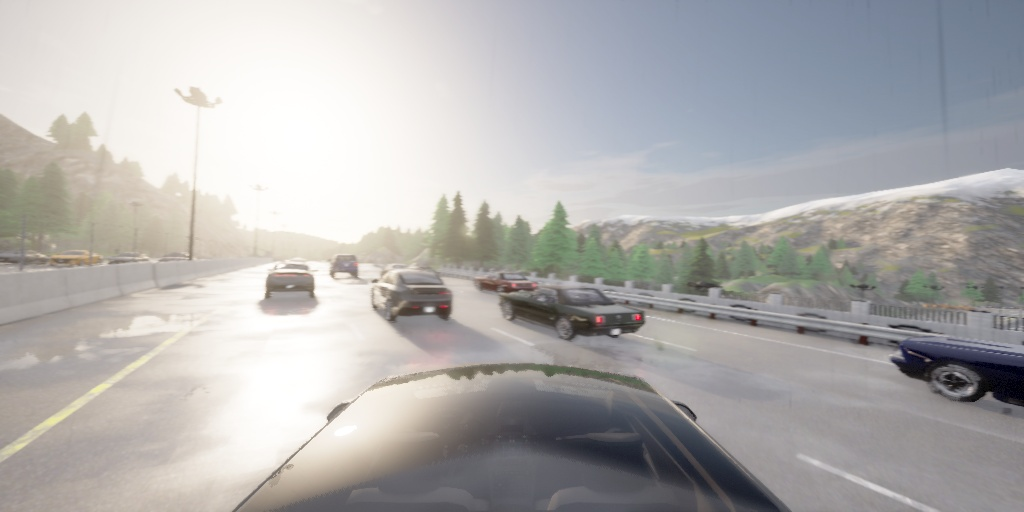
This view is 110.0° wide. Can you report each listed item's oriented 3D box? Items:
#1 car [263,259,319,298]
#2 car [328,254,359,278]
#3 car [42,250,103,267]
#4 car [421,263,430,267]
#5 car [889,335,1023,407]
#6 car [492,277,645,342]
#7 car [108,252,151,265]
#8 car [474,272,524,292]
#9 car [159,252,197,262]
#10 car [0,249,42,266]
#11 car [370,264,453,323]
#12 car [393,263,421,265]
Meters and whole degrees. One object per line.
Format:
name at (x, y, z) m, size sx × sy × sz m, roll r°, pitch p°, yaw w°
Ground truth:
car at (-9.927, 0.990, 16.210) m, size 2.128 × 1.511 × 4.902 m, roll 3°, pitch -1°, yaw -30°
car at (-15.121, 0.856, 32.188) m, size 2.150 × 2.045 × 5.566 m, roll 3°, pitch -2°, yaw -30°
car at (-39.949, 0.185, 32.977) m, size 1.882 × 1.535 × 5.008 m, roll 3°, pitch -2°, yaw -30°
car at (-9.415, 1.441, 36.264) m, size 2.128 × 1.511 × 4.902 m, roll 3°, pitch -2°, yaw -30°
car at (8.710, 1.787, 4.923) m, size 1.895 × 1.301 × 4.718 m, roll 3°, pitch -1°, yaw -30°
car at (1.408, 1.507, 10.569) m, size 1.895 × 1.301 × 4.718 m, roll 3°, pitch -1°, yaw -30°
car at (-36.981, 0.397, 34.827) m, size 1.837 × 1.490 × 4.892 m, roll 3°, pitch -2°, yaw -30°
car at (-0.494, 1.575, 20.842) m, size 1.895 × 1.301 × 4.718 m, roll 3°, pitch -1°, yaw -30°
car at (-33.965, 0.379, 36.611) m, size 2.097 × 1.767 × 4.553 m, roll 3°, pitch -2°, yaw -30°
car at (-43.035, 0.122, 31.322) m, size 1.994 × 1.385 × 4.181 m, roll 3°, pitch -2°, yaw -30°
car at (-3.492, 1.213, 12.067) m, size 1.837 × 1.490 × 4.892 m, roll 3°, pitch -1°, yaw -30°
car at (-9.405, 1.334, 29.263) m, size 2.033 × 1.411 × 5.357 m, roll 3°, pitch -2°, yaw -30°
